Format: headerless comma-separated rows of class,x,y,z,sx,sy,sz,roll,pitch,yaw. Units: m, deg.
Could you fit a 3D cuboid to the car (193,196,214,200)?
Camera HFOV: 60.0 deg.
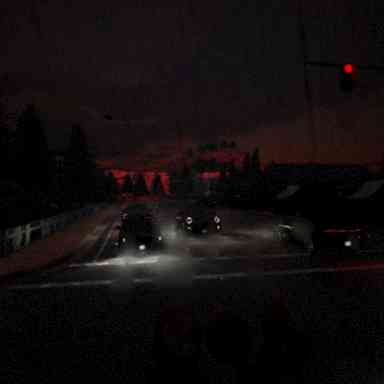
car,2.047,1.700,50.630,2.150,2.045,5.566,-1,-1,-10

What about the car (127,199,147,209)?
car,-4.053,1.660,24.520,2.097,1.767,4.553,-1,-1,-10

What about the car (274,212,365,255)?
car,5.040,1.591,13.890,2.128,1.511,4.902,0,-1,-8

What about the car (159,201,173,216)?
car,-1.338,1.810,29.134,2.128,1.511,4.902,-1,-1,-10

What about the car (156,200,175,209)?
car,-3.136,1.937,39.023,1.837,1.490,4.892,-1,0,-10

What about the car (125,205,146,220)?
car,-5.665,2.010,33.355,1.895,1.301,4.718,-1,-1,-10

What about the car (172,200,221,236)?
car,0.292,1.567,20.204,2.097,1.767,4.553,-1,-1,-10

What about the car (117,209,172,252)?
car,-2.365,1.748,15.287,2.033,1.411,5.357,-1,-1,-10

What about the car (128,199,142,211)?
car,-9.160,1.985,53.001,2.097,1.767,4.553,-1,0,-10

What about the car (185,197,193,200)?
car,-1.590,1.999,50.530,1.882,1.535,5.008,-1,-1,-10

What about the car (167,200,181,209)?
car,-3.190,2.187,59.286,1.994,1.385,4.181,-1,-1,-10

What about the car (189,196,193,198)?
car,0.091,1.819,60.804,2.150,2.045,5.566,-1,-1,-10
